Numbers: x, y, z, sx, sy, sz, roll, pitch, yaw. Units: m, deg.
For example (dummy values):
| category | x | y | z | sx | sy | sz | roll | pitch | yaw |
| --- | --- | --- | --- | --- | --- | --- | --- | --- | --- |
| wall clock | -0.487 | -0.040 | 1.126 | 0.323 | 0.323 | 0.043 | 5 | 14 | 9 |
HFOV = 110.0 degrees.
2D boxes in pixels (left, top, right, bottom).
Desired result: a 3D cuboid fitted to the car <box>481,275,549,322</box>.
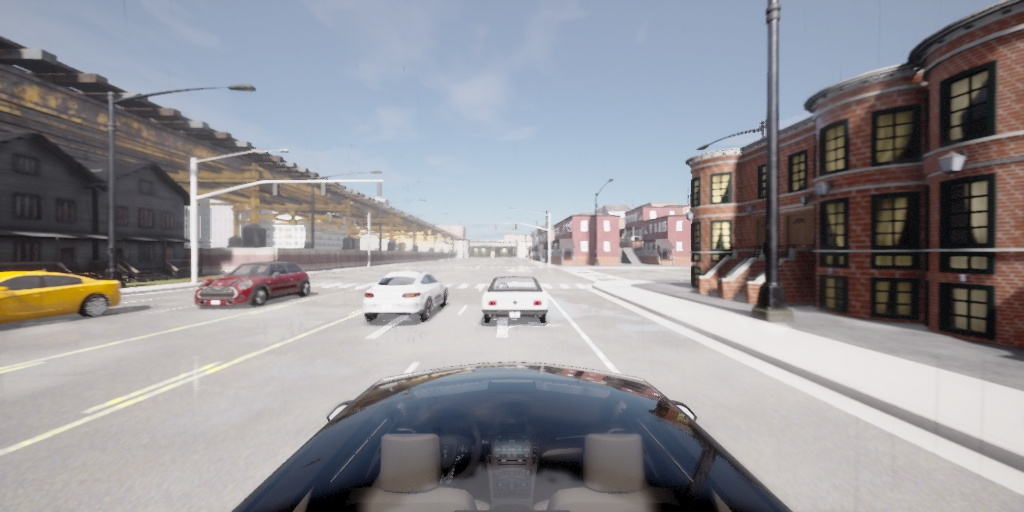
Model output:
| category | x | y | z | sx | sy | sz | roll | pitch | yaw |
| --- | --- | --- | --- | --- | --- | --- | --- | --- | --- |
| car | 0.103 | 1.288 | 11.897 | 1.895 | 1.301 | 4.718 | 0 | 0 | 1 |

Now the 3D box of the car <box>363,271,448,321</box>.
| category | x | y | z | sx | sy | sz | roll | pitch | yaw |
| --- | --- | --- | --- | --- | --- | --- | --- | --- | --- |
| car | -3.399 | 1.213 | 12.042 | 1.812 | 1.442 | 4.674 | 0 | 0 | 0 |

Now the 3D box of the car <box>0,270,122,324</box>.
| category | x | y | z | sx | sy | sz | roll | pitch | yaw |
| --- | --- | --- | --- | --- | --- | --- | --- | --- | --- |
| car | -14.047 | 1.178 | 9.878 | 1.882 | 1.535 | 5.008 | 0 | 0 | 1 |

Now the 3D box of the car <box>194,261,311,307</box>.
| category | x | y | z | sx | sy | sz | roll | pitch | yaw |
| --- | --- | --- | --- | --- | --- | --- | --- | --- | --- |
| car | -10.497 | 1.041 | 14.935 | 2.097 | 1.767 | 4.553 | 0 | 0 | 0 |
